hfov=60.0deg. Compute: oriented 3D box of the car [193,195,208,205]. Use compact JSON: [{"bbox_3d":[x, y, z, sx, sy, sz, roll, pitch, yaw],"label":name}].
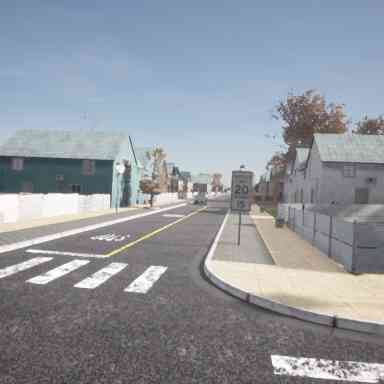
[{"bbox_3d":[1.377,1.198,50.750,1.837,1.490,4.892,3,1,8],"label":"car"}]
